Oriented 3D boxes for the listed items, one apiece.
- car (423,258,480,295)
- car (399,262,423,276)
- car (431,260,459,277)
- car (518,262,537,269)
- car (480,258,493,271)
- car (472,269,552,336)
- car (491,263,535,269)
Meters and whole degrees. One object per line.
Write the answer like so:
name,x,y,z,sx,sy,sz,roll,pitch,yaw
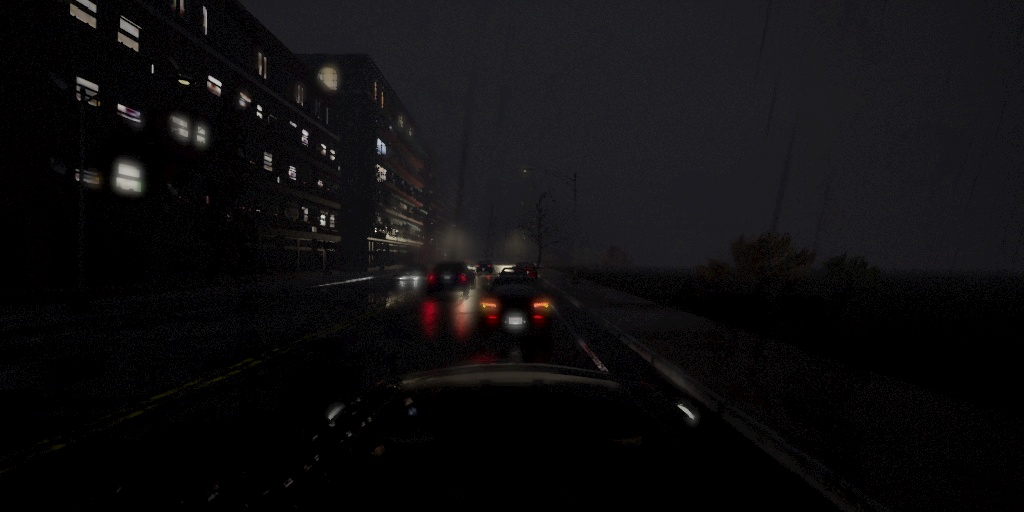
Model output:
car,-3.189,1.105,19.740,2.097,1.767,4.553,0,0,0
car,-9.920,1.301,36.793,2.033,1.411,5.357,0,0,0
car,-6.672,1.231,36.002,1.882,1.535,5.008,0,0,0
car,1.079,1.232,29.977,1.882,1.535,5.008,0,0,0
car,-3.236,1.279,42.856,1.812,1.442,4.674,0,0,0
car,0.074,1.277,10.282,1.812,1.442,4.674,0,0,0
car,0.062,1.317,20.449,1.994,1.385,4.181,0,0,0
